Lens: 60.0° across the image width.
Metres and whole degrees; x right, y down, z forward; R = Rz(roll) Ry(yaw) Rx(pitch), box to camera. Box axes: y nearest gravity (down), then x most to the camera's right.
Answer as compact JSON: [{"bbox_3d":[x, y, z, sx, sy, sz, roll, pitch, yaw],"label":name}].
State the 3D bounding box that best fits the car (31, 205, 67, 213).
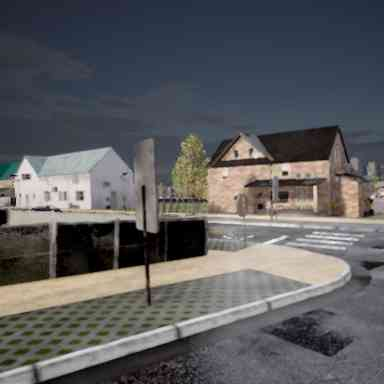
[{"bbox_3d":[-12.407,1.847,28.495,4.181,1.385,1.994,-1,2,38],"label":"car"}]
